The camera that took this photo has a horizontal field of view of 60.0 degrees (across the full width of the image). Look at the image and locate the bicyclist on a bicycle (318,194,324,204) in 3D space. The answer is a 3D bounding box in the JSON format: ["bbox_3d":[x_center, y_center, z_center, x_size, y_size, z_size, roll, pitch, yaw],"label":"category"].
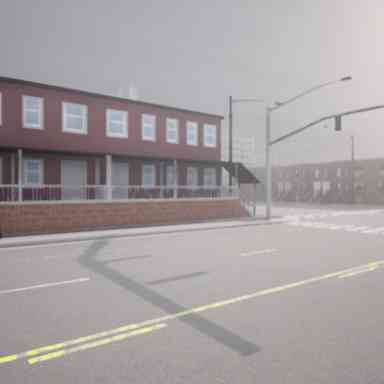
[{"bbox_3d":[20.338,1.074,52.363,1.656,1.620,0.582,-1,0,-36],"label":"bicyclist on a bicycle"}]
